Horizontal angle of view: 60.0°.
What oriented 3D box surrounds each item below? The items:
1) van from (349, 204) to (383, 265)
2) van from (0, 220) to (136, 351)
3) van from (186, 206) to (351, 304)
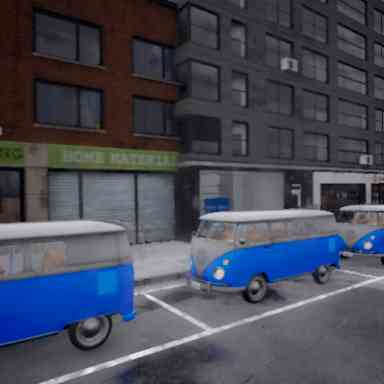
[{"bbox_3d":[6.332,1.307,11.065,3.998,1.788,1.690,0,-1,-36],"label":"van"},{"bbox_3d":[-2.762,1.340,4.576,3.998,1.788,1.690,0,-1,-36],"label":"van"},{"bbox_3d":[1.786,1.324,7.821,3.998,1.788,1.690,0,-1,-36],"label":"van"}]
